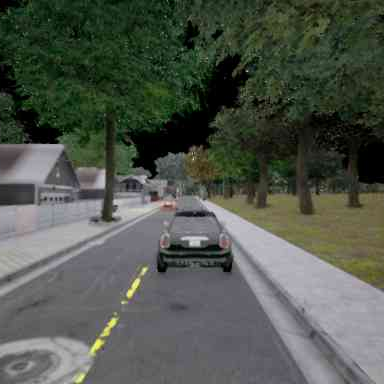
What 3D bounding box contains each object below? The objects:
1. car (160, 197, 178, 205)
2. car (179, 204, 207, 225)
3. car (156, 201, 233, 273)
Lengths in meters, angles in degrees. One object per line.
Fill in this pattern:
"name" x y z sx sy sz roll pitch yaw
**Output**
"car" -2.844 1.399 41.622 2.097 1.767 4.553 0 0 0
"car" 0.079 1.627 25.204 1.895 1.301 4.718 0 0 0
"car" 0.081 1.363 10.896 2.097 1.767 4.553 0 0 0
